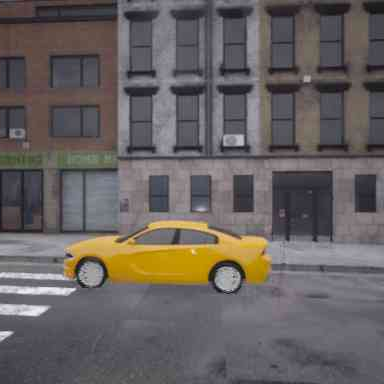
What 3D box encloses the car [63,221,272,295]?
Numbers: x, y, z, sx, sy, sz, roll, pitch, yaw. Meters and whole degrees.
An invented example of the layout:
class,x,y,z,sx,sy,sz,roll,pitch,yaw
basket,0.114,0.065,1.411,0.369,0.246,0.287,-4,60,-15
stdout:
class,x,y,z,sx,sy,sz,roll,pitch,yaw
car,-0.591,1.460,8.265,5.008,1.535,1.882,1,0,3
